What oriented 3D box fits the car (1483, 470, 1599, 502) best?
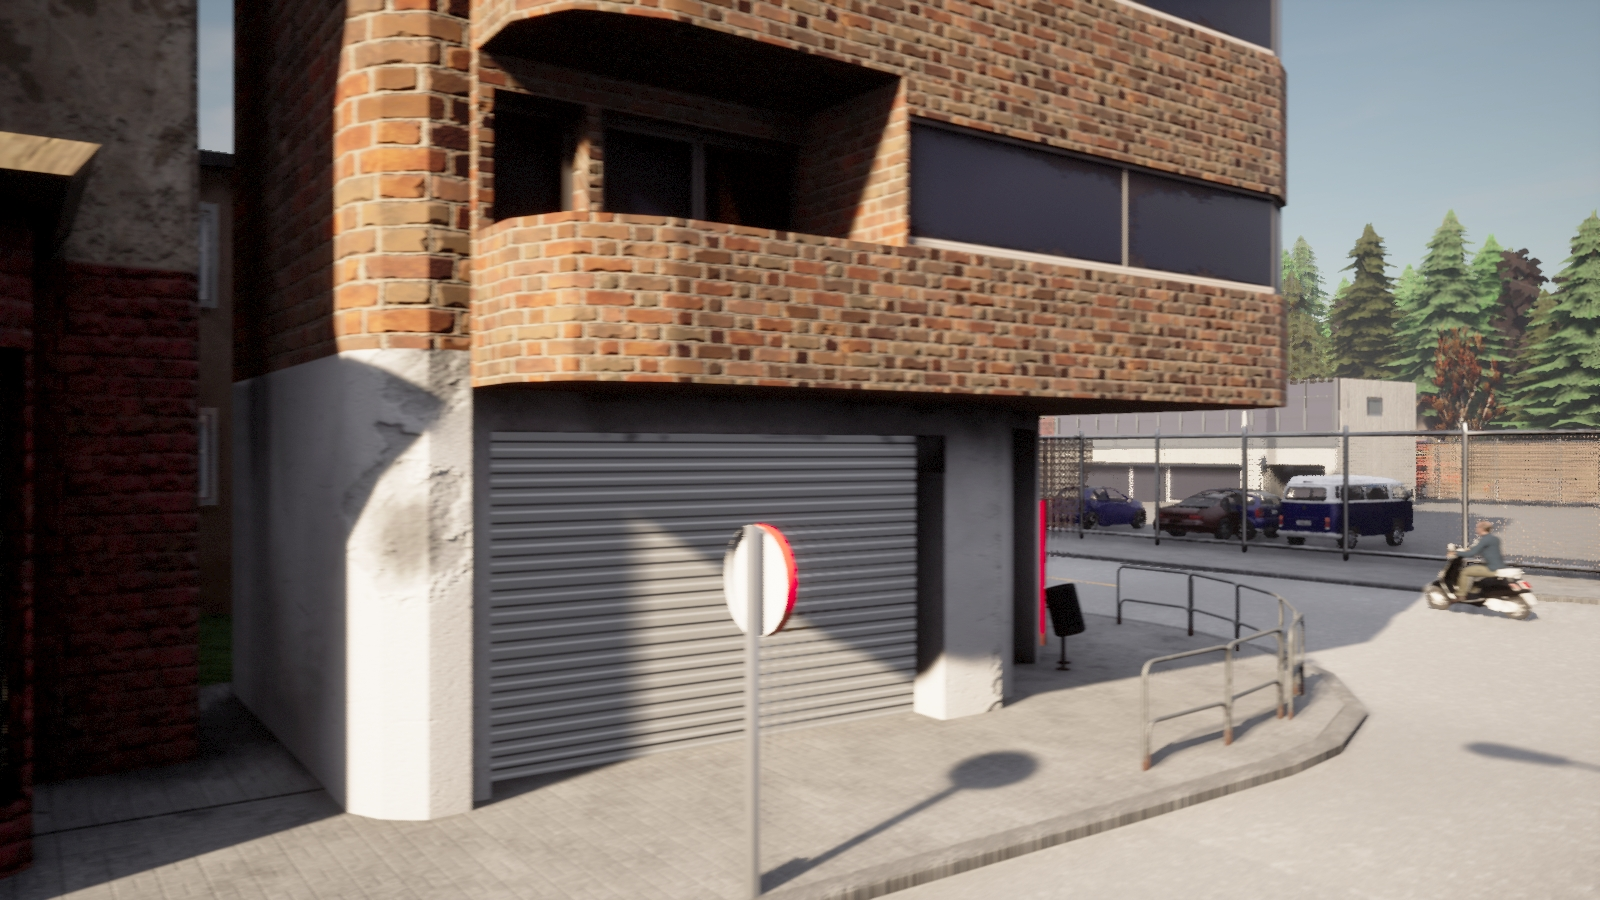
[{"bbox_3d":[38.859,1.848,59.849,2.163,1.488,4.792,0,0,-35],"label":"car"}]
